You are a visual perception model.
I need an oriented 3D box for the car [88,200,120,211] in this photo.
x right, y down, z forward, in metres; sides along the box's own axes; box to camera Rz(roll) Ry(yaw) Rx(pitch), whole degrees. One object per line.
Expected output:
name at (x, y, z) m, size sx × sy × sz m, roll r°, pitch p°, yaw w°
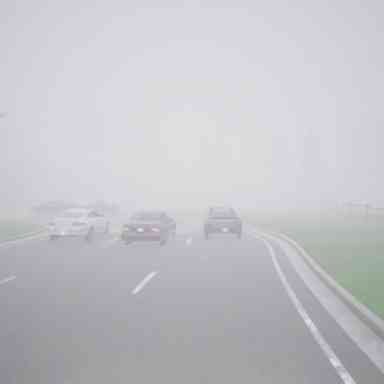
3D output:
car at (-9.445, 1.546, 33.692) m, size 4.674 × 1.442 × 1.812 m, roll 0°, pitch -1°, yaw 28°

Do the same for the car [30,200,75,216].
car at (-12.922, 1.498, 31.320) m, size 4.892 × 1.490 × 1.837 m, roll 0°, pitch -2°, yaw 20°

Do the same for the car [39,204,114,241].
car at (-5.465, 1.530, 16.457) m, size 1.812 × 1.442 × 4.674 m, roll 1°, pitch 0°, yaw 1°

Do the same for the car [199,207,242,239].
car at (1.449, 1.541, 17.763) m, size 2.128 × 1.511 × 4.902 m, roll 1°, pitch 0°, yaw -2°

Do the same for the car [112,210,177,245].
car at (-1.895, 1.572, 15.789) m, size 2.033 × 1.411 × 5.357 m, roll 0°, pitch 0°, yaw 4°
